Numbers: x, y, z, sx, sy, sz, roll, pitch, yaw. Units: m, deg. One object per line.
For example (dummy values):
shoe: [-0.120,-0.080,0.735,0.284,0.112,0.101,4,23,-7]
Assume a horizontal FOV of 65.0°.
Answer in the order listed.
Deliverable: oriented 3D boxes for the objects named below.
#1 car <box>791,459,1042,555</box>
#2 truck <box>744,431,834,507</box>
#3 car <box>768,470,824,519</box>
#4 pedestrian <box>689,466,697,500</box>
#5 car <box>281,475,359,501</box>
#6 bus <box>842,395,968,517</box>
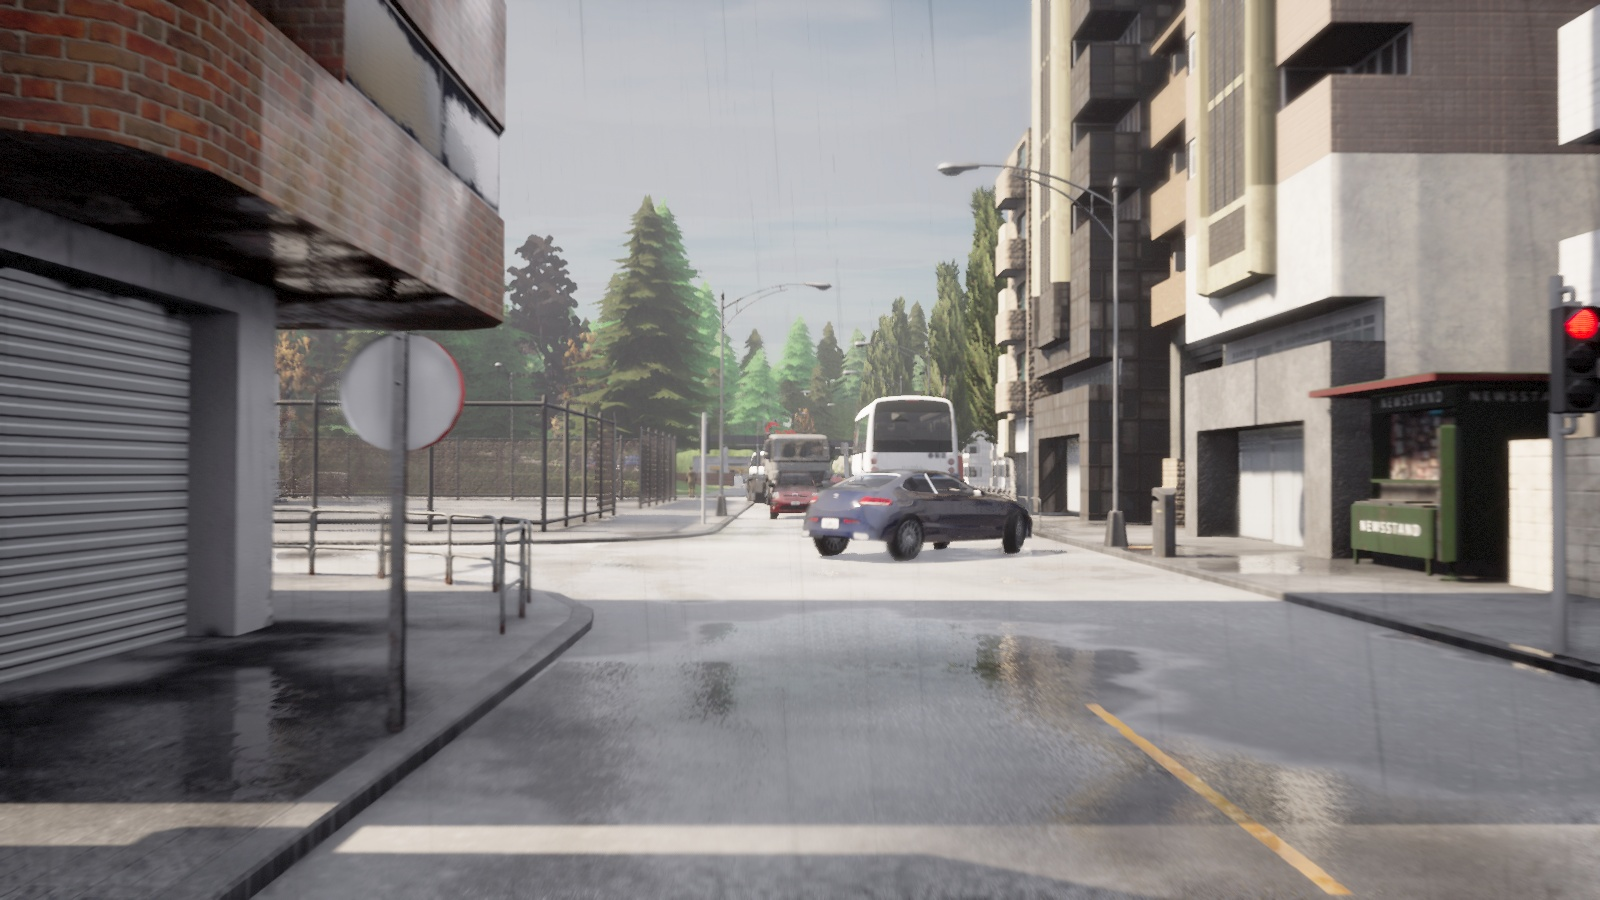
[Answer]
car: [2.357,1.025,24.312,2.152,1.651,5.027,-1,-1,44]
truck: [-0.673,0.953,61.757,2.891,3.462,7.936,0,-1,-12]
car: [-0.139,1.500,43.390,1.851,1.617,3.988,0,-1,0]
pedestrian: [-6.174,1.899,72.221,0.396,1.930,0.692,0,-1,1]
car: [-28.108,2.224,73.580,3.806,1.475,1.970,0,-1,0]
bus: [3.840,0.312,49.071,3.944,4.253,10.273,0,-1,-1]
